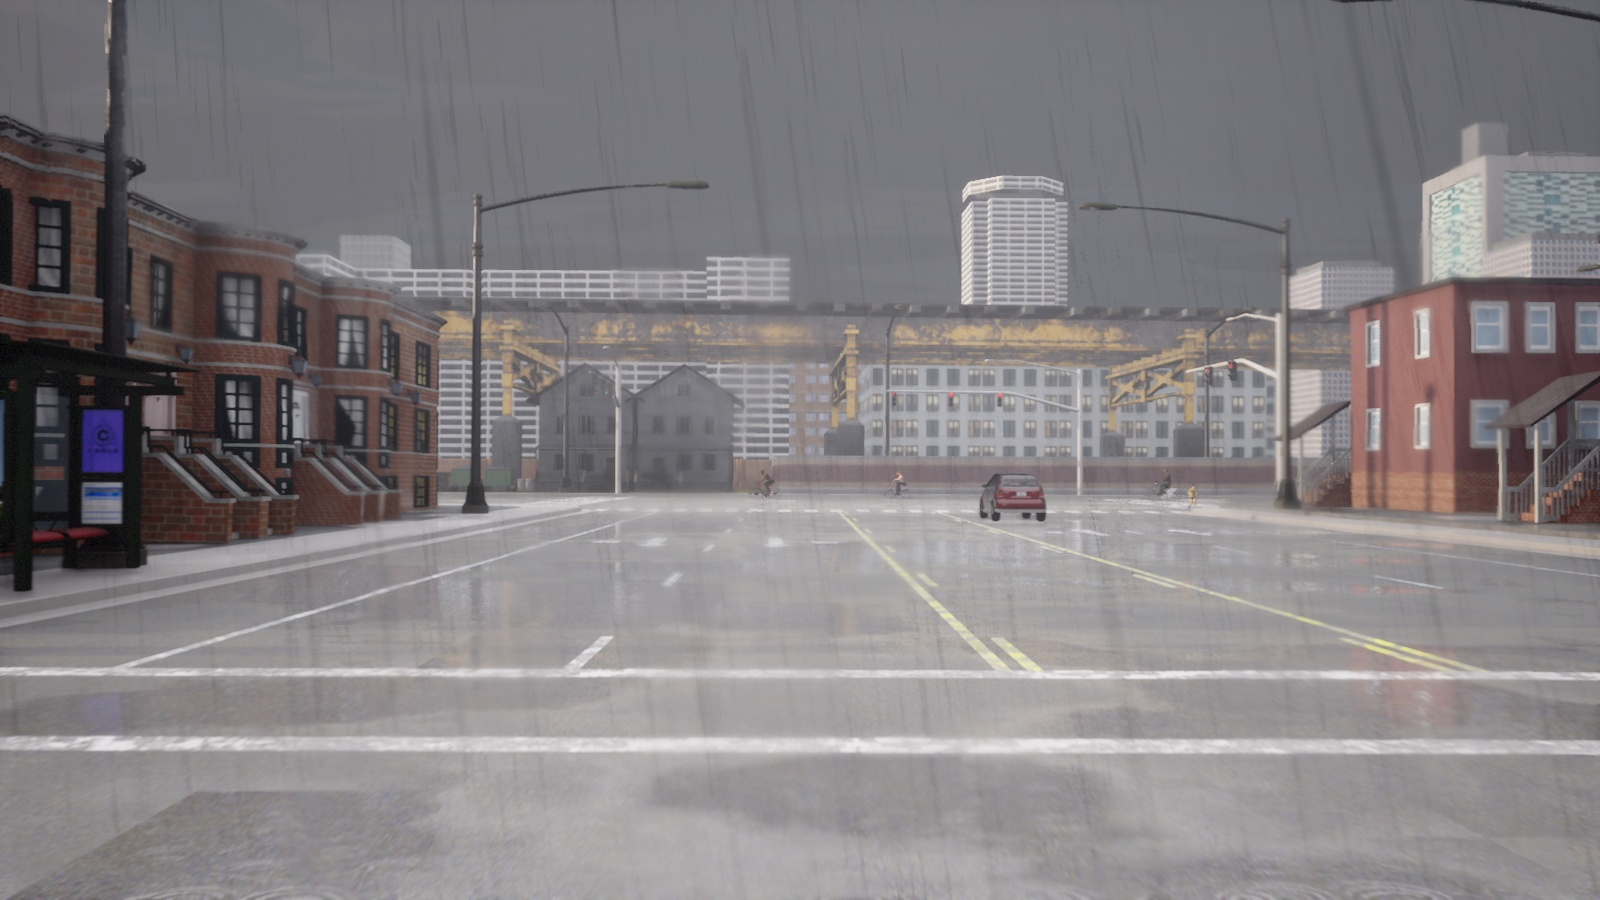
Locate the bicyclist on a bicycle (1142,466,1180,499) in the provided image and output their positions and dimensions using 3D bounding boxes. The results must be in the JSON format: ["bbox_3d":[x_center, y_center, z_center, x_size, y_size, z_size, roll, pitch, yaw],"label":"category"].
[{"bbox_3d":[19.374,1.736,67.426,1.843,1.776,0.659,0,-1,0],"label":"bicyclist on a bicycle"}]

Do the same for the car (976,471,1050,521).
[{"bbox_3d":[6.900,1.452,40.996,1.789,1.549,3.705,0,-1,0],"label":"car"}]
